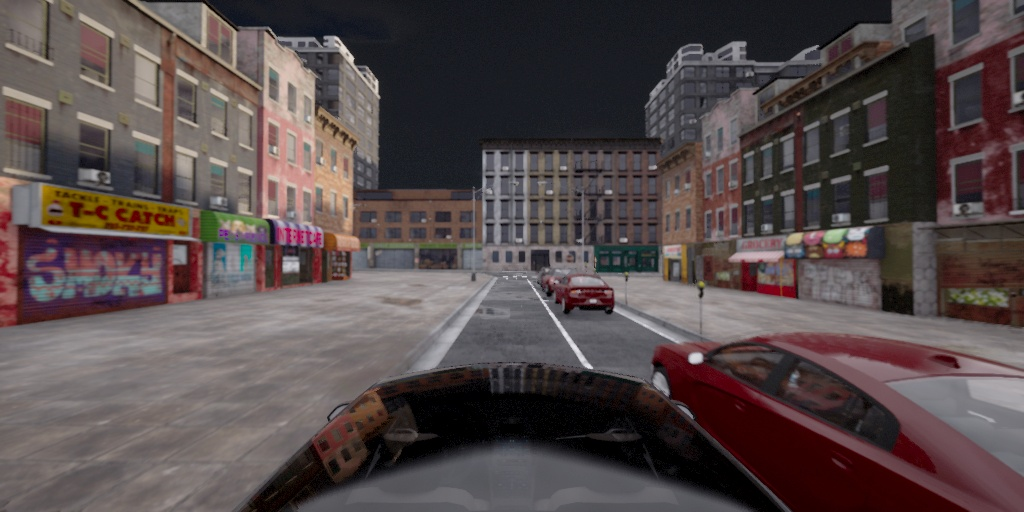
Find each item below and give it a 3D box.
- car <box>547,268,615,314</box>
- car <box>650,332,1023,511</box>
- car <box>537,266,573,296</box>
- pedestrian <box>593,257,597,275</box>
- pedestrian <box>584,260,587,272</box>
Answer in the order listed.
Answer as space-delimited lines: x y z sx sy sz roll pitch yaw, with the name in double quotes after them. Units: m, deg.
2.651 1.347 13.940 1.888 1.381 4.507 0 0 0 "car"
2.640 1.300 2.933 1.888 1.381 4.507 0 0 0 "car"
2.657 1.266 19.443 1.967 1.591 4.097 0 0 0 "car"
8.045 0.942 34.870 0.375 1.860 0.375 0 -1 0 "pedestrian"
7.044 0.951 34.271 0.500 1.100 0.500 0 -1 0 "pedestrian"
